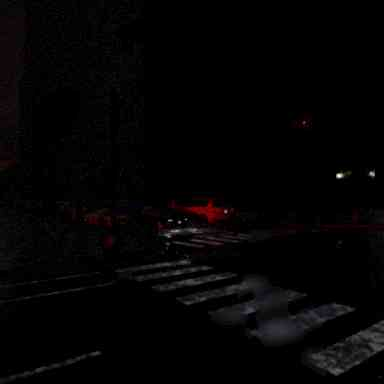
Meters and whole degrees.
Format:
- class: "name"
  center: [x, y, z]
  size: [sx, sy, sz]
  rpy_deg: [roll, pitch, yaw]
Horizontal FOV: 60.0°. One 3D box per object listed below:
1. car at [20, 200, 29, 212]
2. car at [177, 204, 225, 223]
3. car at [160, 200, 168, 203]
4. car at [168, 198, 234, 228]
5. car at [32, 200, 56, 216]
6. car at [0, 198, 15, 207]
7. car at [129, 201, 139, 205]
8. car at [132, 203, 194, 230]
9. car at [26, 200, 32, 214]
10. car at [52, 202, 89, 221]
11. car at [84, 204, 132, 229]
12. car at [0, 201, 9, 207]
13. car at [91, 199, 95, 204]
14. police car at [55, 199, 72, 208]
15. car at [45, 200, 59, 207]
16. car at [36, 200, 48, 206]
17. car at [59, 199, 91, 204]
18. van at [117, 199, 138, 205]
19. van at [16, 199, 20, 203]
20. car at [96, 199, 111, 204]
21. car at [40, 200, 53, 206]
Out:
- class: "car"
  center: [-23.223, 2.159, 48.525]
  size: [1.967, 1.590, 4.097]
  rpy_deg: [-1, 0, -35]
- class: "car"
  center: [0.736, 1.832, 29.584]
  size: [1.887, 1.381, 4.507]
  rpy_deg: [-1, 0, -35]
- class: "car"
  center: [-2.215, 1.672, 33.732]
  size: [2.192, 1.841, 5.009]
  rpy_deg: [-1, 0, -35]
- class: "car"
  center: [0.764, 1.467, 24.892]
  size: [2.150, 2.045, 5.566]
  rpy_deg: [0, -1, -35]
- class: "car"
  center: [-17.558, 1.903, 40.566]
  size: [2.192, 1.841, 5.009]
  rpy_deg: [-1, 0, -35]
- class: "car"
  center: [-41.186, 2.670, 73.751]
  size: [1.887, 1.381, 4.507]
  rpy_deg: [-1, 0, -35]
- class: "car"
  center: [-5.155, 2.008, 37.879]
  size: [1.802, 1.307, 4.206]
  rpy_deg: [-1, 0, -35]
- class: "car"
  center: [-2.202, 1.772, 23.619]
  size: [1.837, 1.490, 4.892]
  rpy_deg: [0, -1, -35]
- class: "car"
  center: [-20.387, 2.198, 44.545]
  size: [1.887, 1.381, 4.507]
  rpy_deg: [-1, 0, -35]
- class: "car"
  center: [-11.884, 2.006, 32.606]
  size: [2.008, 1.369, 4.403]
  rpy_deg: [-1, 0, -35]
- class: "car"
  center: [-6.118, 1.845, 24.508]
  size: [1.752, 1.417, 4.829]
  rpy_deg: [-1, 0, -35]
- class: "car"
  center: [-44.304, 2.774, 78.131]
  size: [1.802, 1.307, 4.206]
  rpy_deg: [-1, 0, -35]
- class: "car"
  center: [-16.518, 2.142, 49.138]
  size: [2.128, 1.511, 4.902]
  rpy_deg: [0, -1, -35]
- class: "police car"
  center: [-25.343, 2.311, 65.535]
  size: [1.930, 1.638, 5.238]
  rpy_deg: [0, -1, -35]
- class: "car"
  center: [-31.628, 2.599, 75.028]
  size: [1.947, 1.339, 4.313]
  rpy_deg: [-1, 0, -35]
- class: "car"
  center: [-37.664, 2.715, 83.504]
  size: [2.008, 1.369, 4.403]
  rpy_deg: [-1, 0, -35]
- class: "car"
  center: [-14.443, 1.907, 40.828]
  size: [2.097, 1.767, 4.553]
  rpy_deg: [0, -1, -35]
- class: "van"
  center: [-8.107, 1.836, 42.026]
  size: [1.690, 1.788, 3.998]
  rpy_deg: [-1, 0, -35]
- class: "van"
  center: [-26.059, 2.125, 52.505]
  size: [1.690, 1.788, 3.998]
  rpy_deg: [-1, 0, -35]
- class: "car"
  center: [-11.053, 1.879, 46.173]
  size: [2.192, 1.841, 5.009]
  rpy_deg: [-1, 0, -35]
- class: "car"
  center: [-34.647, 2.665, 79.267]
  size: [1.947, 1.339, 4.313]
  rpy_deg: [-1, 0, -35]
